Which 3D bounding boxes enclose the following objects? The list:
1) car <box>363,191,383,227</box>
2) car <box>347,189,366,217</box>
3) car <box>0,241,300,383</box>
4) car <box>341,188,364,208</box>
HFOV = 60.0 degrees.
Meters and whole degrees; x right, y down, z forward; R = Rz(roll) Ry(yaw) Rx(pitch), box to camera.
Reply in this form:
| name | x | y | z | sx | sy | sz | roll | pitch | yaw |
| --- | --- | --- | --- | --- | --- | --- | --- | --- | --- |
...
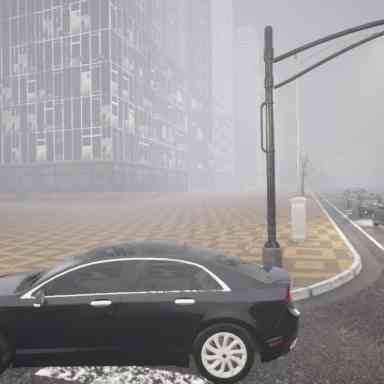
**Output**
| name | x | y | z | sx | sy | sz | roll | pitch | yaw |
| --- | --- | --- | --- | --- | --- | --- | --- | --- | --- |
| car | 9.106 | 0.928 | 14.355 | 2.128 | 1.511 | 4.902 | -1 | 2 | 18 |
| car | 11.175 | 0.759 | 20.643 | 1.994 | 1.385 | 4.181 | -1 | 2 | 17 |
| car | -1.014 | 1.505 | 4.750 | 4.892 | 1.490 | 1.837 | 0 | 0 | 0 |
| car | 13.188 | 0.453 | 26.700 | 2.128 | 1.511 | 4.902 | -1 | 2 | 18 |
